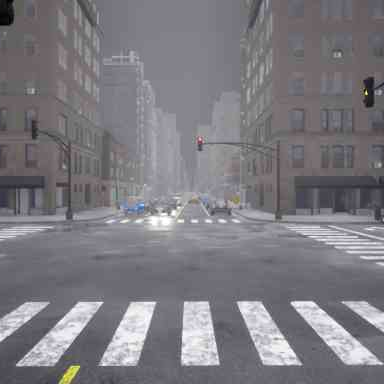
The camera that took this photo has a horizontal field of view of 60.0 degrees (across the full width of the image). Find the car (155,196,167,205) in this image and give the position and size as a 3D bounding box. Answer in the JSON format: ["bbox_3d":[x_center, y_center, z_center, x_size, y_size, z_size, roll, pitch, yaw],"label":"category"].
[{"bbox_3d":[-5.651,1.527,61.529,1.752,1.417,4.829,0,0,0],"label":"car"}]

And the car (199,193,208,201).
[{"bbox_3d":[2.952,1.309,84.354,2.192,1.841,5.009,0,0,0],"label":"car"}]

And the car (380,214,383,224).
[{"bbox_3d":[14.356,1.520,20.678,4.892,1.490,1.837,0,0,0],"label":"car"}]

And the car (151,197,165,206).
[{"bbox_3d":[-5.670,1.568,56.031,1.947,1.339,4.313,0,0,0],"label":"car"}]

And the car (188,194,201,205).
[{"bbox_3d":[0.302,1.528,59.473,1.812,1.442,4.674,0,0,1],"label":"car"}]

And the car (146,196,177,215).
[{"bbox_3d":[-2.992,1.493,33.498,2.128,1.511,4.902,0,0,0],"label":"car"}]

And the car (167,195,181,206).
[{"bbox_3d":[-2.952,1.494,43.743,2.128,1.511,4.902,0,0,0],"label":"car"}]

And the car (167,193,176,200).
[{"bbox_3d":[-5.554,1.306,90.041,2.192,1.841,5.009,0,0,0],"label":"car"}]

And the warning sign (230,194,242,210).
[{"bbox_3d":[5.200,1.118,39.317,1.300,1.860,1.060,0,0,0],"label":"warning sign"}]

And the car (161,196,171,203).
[{"bbox_3d":[-5.612,1.543,73.035,1.887,1.381,4.507,0,0,0],"label":"car"}]

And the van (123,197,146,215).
[{"bbox_3d":[-5.747,1.343,33.358,1.690,1.788,3.998,0,0,0],"label":"van"}]

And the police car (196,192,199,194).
[{"bbox_3d":[1.065,1.421,79.427,1.930,1.638,5.238,0,0,-1],"label":"police car"}]

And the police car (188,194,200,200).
[{"bbox_3d":[0.596,1.414,95.351,1.930,1.638,5.238,0,0,-16],"label":"police car"}]

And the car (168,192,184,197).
[{"bbox_3d":[-2.903,1.224,54.473,2.150,2.045,5.566,0,0,0],"label":"car"}]

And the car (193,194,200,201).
[{"bbox_3d":[1.090,1.448,89.522,1.801,1.575,5.366,0,0,0],"label":"car"}]

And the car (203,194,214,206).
[{"bbox_3d":[2.817,1.443,44.669,1.967,1.590,4.097,0,0,0],"label":"car"}]

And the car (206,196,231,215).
[{"bbox_3d":[2.778,1.442,33.331,1.967,1.590,4.097,0,0,0],"label":"car"}]

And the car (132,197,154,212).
[{"bbox_3d":[-5.728,1.443,39.026,1.967,1.590,4.097,0,0,0],"label":"car"}]

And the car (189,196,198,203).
[{"bbox_3d":[0.293,1.601,69.719,1.895,1.301,4.718,0,0,1],"label":"car"}]

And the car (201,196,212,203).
[{"bbox_3d":[2.895,1.551,67.346,2.008,1.369,4.403,0,0,0],"label":"car"}]

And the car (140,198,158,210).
[{"bbox_3d":[-5.708,1.569,44.694,1.947,1.339,4.313,0,0,0],"label":"car"}]

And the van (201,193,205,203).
[{"bbox_3d":[2.855,1.344,56.007,1.690,1.788,3.998,0,0,0],"label":"van"}]

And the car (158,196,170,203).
[{"bbox_3d":[-5.631,1.566,67.367,1.947,1.339,4.313,0,0,0],"label":"car"}]

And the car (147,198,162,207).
[{"bbox_3d":[-5.689,1.585,50.363,1.802,1.307,4.206,0,0,0],"label":"car"}]
